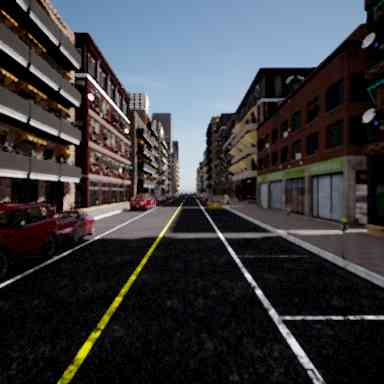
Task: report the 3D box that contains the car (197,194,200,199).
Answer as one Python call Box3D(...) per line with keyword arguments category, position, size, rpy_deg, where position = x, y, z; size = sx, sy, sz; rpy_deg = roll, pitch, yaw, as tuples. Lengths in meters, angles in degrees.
Box3D(category="car", position=(2.416, 1.281, 71.940), size=(2.008, 1.369, 4.403), rpy_deg=(0, 0, 0))

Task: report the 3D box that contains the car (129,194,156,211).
Box3D(category="car", position=(-5.831, 1.183, 38.094), size=(2.192, 1.841, 5.009), rpy_deg=(0, 0, 0))

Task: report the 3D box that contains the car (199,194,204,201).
Box3D(category="car", position=(2.504, 1.360, 49.396), size=(1.887, 1.381, 4.507), rpy_deg=(0, 0, 0))

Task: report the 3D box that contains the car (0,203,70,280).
Box3D(category="car", position=(-5.720, 1.286, 9.913), size=(2.192, 1.841, 5.009), rpy_deg=(0, 0, 0))

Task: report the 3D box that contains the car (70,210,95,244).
Box3D(category="car", position=(-5.744, 1.533, 15.550), size=(1.802, 1.307, 4.206), rpy_deg=(0, 0, 0))

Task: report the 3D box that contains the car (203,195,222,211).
Box3D(category="car", position=(2.548, 1.382, 38.294), size=(1.752, 1.417, 4.829), rpy_deg=(0, 0, 0))

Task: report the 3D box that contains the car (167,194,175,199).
Box3D(category="car", position=(-6.054, 1.204, 94.456), size=(2.008, 1.369, 4.403), rpy_deg=(0, 0, 0))

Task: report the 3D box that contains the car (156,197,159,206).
Box3D(category="car", position=(-5.854, 1.287, 43.730), size=(1.967, 1.590, 4.097), rpy_deg=(0, 0, 0))

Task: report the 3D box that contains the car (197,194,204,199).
Box3D(category="car", position=(2.327, 1.167, 94.655), size=(1.752, 1.417, 4.829), rpy_deg=(0, 0, 0))

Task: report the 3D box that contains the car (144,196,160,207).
Box3D(category="car", position=(-5.876, 1.371, 49.368), size=(1.887, 1.381, 4.507), rpy_deg=(0, 0, 0))

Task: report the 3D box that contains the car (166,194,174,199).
Box3D(category="car", position=(-6.031, 1.226, 88.820), size=(2.008, 1.369, 4.403), rpy_deg=(0, 0, 0))
